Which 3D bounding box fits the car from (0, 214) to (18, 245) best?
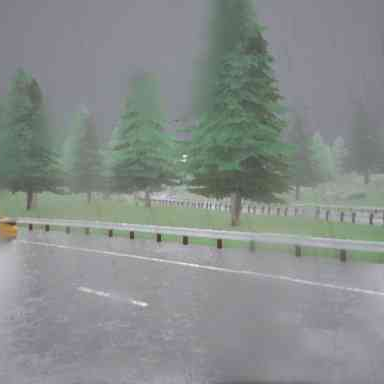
[{"bbox_3d":[-9.578,1.482,14.251,5.008,1.535,1.882,0,0,31],"label":"car"}]
